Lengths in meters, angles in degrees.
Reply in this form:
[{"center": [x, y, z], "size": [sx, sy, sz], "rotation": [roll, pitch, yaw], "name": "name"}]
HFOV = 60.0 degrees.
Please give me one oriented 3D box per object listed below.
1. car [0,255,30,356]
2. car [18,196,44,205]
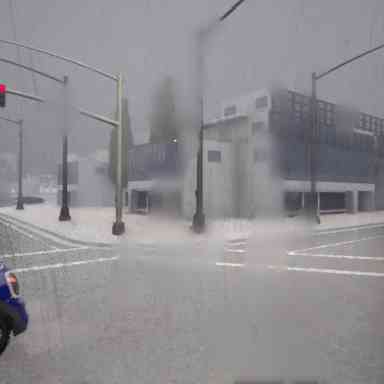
[{"center": [-4.573, 1.335, 3.998], "size": [4.553, 1.767, 2.097], "rotation": [0, 0, -37], "name": "car"}, {"center": [-28.141, 1.410, 58.379], "size": [2.128, 1.511, 4.902], "rotation": [1, 0, 17], "name": "car"}]
